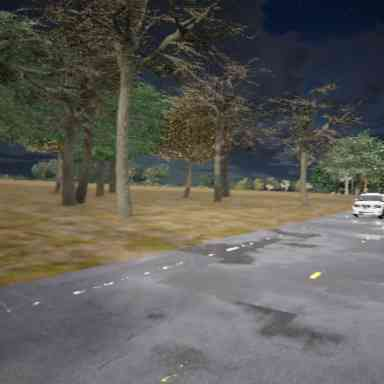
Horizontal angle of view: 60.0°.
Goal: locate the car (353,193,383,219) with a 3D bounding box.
[{"bbox_3d":[15.656,1.160,29.007,2.150,2.045,5.566,2,1,36],"label":"car"}]
